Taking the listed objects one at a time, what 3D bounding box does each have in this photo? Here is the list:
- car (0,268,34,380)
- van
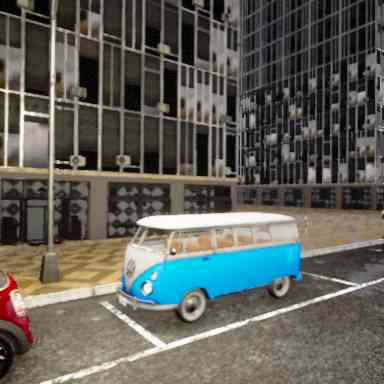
[{"bbox_3d":[-4.088,1.437,3.631,4.097,1.590,1.967,0,1,-36],"label":"car"},{"bbox_3d":[0.533,1.352,6.927,3.998,1.788,1.690,0,1,-35],"label":"van"}]
